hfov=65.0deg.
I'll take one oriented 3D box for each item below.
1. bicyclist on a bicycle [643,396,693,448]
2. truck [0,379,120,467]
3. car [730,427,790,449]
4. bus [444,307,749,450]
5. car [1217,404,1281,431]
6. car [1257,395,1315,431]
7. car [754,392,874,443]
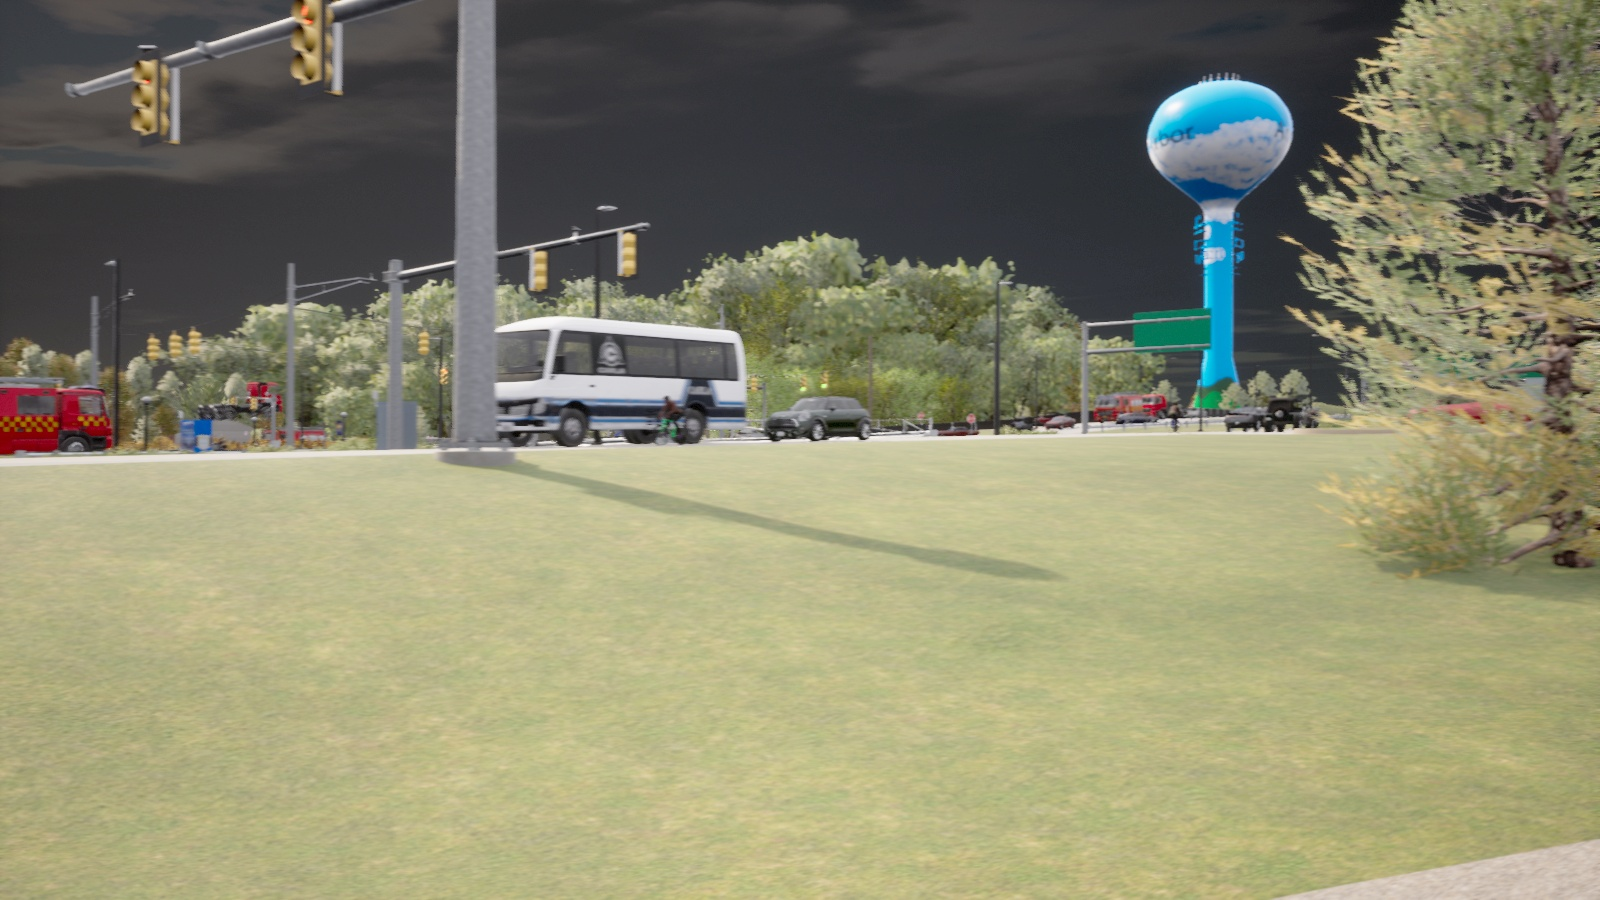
[{"bbox_3d":[-4.216,-0.903,40.228,0.582,1.620,1.656,0,2,38],"label":"bicyclist on a bicycle"},{"bbox_3d":[-35.542,-1.179,56.247,2.891,3.827,8.468,0,1,38],"label":"truck"},{"bbox_3d":[-2.953,-0.880,92.991,2.007,1.525,4.514,0,1,37],"label":"car"},{"bbox_3d":[-6.602,-2.234,42.875,3.944,4.253,10.273,0,1,38],"label":"bus"},{"bbox_3d":[26.701,-1.923,74.601,2.128,1.511,4.902,0,1,38],"label":"car"},{"bbox_3d":[26.674,-2.012,68.834,1.905,1.878,3.866,0,1,38],"label":"car"},{"bbox_3d":[0.578,-1.192,46.446,2.097,1.767,4.553,0,1,38],"label":"car"}]
